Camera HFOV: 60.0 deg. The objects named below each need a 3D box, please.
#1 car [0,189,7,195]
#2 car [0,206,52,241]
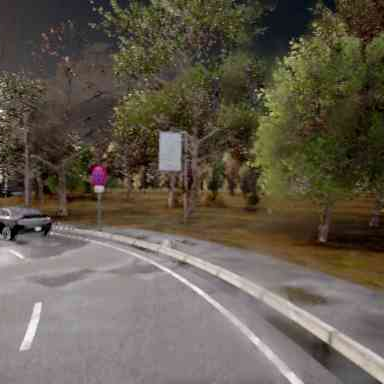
[{"bbox_3d":[-44.886,0.083,75.899,2.150,2.045,5.566,-1,2,-15],"label":"car"},{"bbox_3d":[-8.909,1.473,16.607,4.902,1.511,2.128,0,0,38],"label":"car"}]
